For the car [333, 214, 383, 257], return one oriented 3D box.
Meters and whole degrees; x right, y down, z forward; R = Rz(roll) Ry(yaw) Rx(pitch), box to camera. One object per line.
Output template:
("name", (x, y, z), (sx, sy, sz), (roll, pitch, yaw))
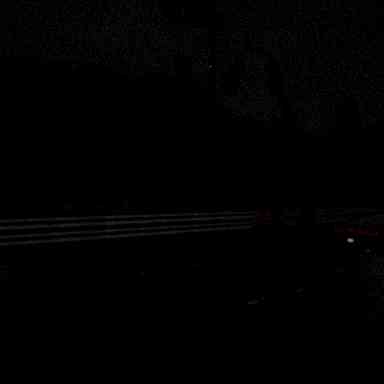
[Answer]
("car", (7.723, 1.601, 13.306), (5.008, 1.535, 1.882), (1, 0, -34))
